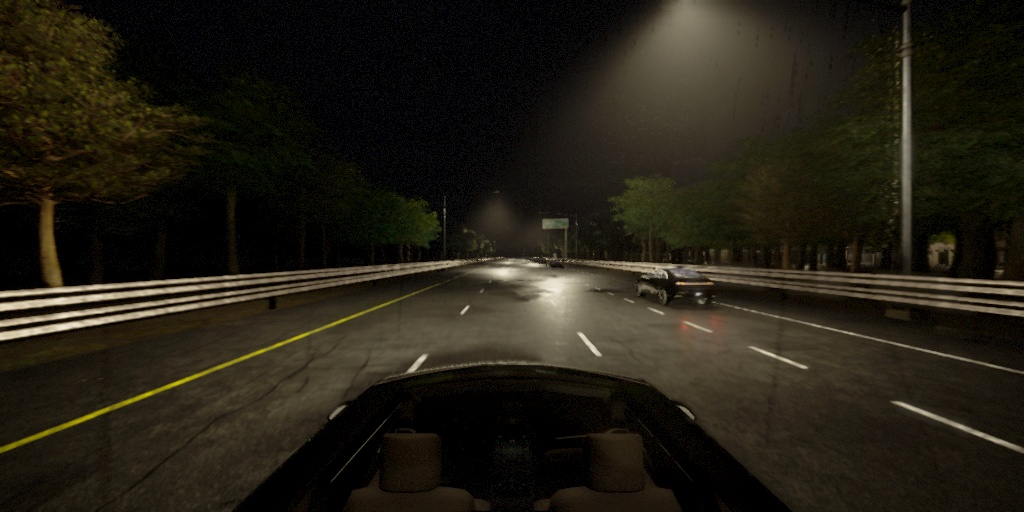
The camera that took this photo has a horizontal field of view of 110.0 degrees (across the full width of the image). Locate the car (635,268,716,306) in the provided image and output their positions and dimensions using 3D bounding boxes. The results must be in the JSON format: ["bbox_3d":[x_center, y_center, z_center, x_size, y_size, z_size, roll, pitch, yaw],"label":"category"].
[{"bbox_3d":[7.007,1.252,15.922,2.128,1.511,4.902,0,0,0],"label":"car"}]

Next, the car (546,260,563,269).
[{"bbox_3d":[7.165,1.345,58.934,1.994,1.385,4.181,0,0,0],"label":"car"}]
